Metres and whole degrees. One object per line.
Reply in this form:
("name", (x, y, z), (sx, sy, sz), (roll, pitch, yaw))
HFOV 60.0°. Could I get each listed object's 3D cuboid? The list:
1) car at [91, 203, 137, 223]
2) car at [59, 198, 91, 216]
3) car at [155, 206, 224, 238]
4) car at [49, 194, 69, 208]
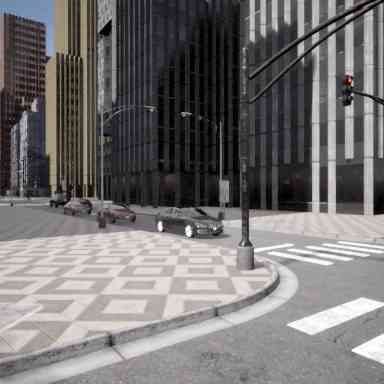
("car", (-6.054, 1.598, 26.221), (1.812, 1.442, 4.674), (0, 0, -35))
("car", (-11.960, 1.627, 34.540), (1.812, 1.442, 4.674), (0, 0, -35))
("car", (-0.266, 1.546, 18.097), (1.837, 1.490, 4.892), (0, 0, -35))
("car", (-20.647, 1.369, 52.066), (2.150, 2.045, 5.566), (0, 0, -35))
